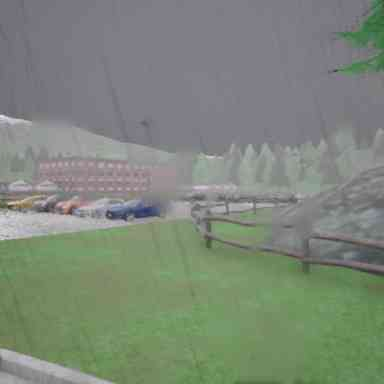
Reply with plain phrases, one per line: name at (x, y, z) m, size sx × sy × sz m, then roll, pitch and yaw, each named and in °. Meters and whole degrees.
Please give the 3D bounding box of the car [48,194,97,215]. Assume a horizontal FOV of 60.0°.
car at (-9.106, 1.008, 27.749) m, size 2.097 × 1.767 × 4.553 m, roll 0°, pitch 1°, yaw 38°

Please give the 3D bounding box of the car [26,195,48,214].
car at (-11.892, 0.988, 29.866) m, size 2.097 × 1.767 × 4.553 m, roll 0°, pitch 1°, yaw 38°

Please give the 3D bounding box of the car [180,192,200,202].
car at (0.251, 0.799, 51.127) m, size 1.882 × 1.535 × 5.008 m, roll 0°, pitch 1°, yaw 38°

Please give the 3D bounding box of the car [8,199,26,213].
car at (-14.852, 1.097, 31.761) m, size 1.882 × 1.535 × 5.008 m, roll 0°, pitch 1°, yaw 38°

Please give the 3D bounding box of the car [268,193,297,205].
car at (12.179, 0.894, 43.638) m, size 1.837 × 1.490 × 4.892 m, roll 0°, pitch 0°, yaw 38°

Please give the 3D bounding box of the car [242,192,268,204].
car at (9.164, 0.936, 45.468) m, size 1.994 × 1.385 × 4.181 m, roll 0°, pitch 1°, yaw 39°

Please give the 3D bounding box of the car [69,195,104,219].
car at (-6.537, 1.206, 25.353) m, size 1.812 × 1.442 × 4.674 m, roll 0°, pitch 1°, yaw 38°

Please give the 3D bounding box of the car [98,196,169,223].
car at (-3.737, 1.178, 23.253) m, size 1.882 × 1.535 × 5.008 m, roll 0°, pitch 1°, yaw 38°

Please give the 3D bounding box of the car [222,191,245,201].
car at (6.767, 0.695, 48.076) m, size 2.097 × 1.767 × 4.553 m, roll 0°, pitch 1°, yaw 38°

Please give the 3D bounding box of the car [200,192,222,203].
car at (3.959, 0.816, 50.169) m, size 2.128 × 1.511 × 4.902 m, roll 0°, pitch 1°, yaw 38°
